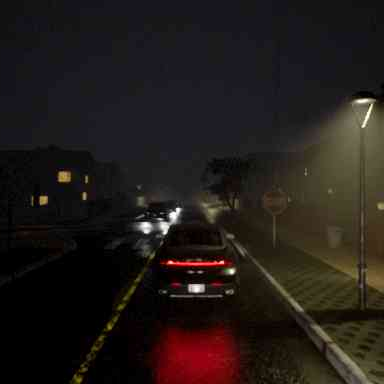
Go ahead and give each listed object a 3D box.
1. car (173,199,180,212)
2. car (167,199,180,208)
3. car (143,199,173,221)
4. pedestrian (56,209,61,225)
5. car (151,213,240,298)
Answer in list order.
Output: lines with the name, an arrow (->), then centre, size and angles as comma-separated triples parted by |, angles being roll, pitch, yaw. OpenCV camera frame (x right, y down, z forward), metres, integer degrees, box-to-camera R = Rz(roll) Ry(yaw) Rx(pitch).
car -> -2.932, 1.730, 41.652 | 1.895, 1.301, 4.718 | 0, 0, 0
car -> -2.930, 1.793, 53.418 | 1.895, 1.301, 4.718 | 0, 0, 0
car -> -2.907, 1.584, 28.163 | 1.837, 1.490, 4.892 | 0, -1, 0
pedestrian -> -9.964, 1.487, 24.861 | 0.375, 1.860, 0.375 | 0, -2, 5
car -> 0.081, 1.520, 8.526 | 1.837, 1.490, 4.892 | 0, 0, 0
